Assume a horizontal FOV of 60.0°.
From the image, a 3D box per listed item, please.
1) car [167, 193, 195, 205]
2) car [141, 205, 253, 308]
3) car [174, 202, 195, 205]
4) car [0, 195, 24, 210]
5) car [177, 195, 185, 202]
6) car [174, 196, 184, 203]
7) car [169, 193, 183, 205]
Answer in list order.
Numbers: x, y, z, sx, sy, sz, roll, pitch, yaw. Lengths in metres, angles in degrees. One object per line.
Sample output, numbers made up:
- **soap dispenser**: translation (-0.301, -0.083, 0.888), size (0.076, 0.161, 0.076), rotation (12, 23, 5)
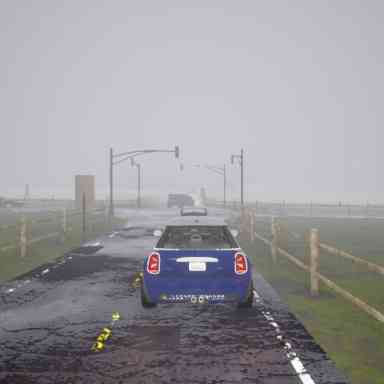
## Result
- **car**: translation (-1.460, 1.227, 45.862), size (2.150, 2.045, 5.566), rotation (1, 0, 24)
- **car**: translation (0.096, 1.353, 8.068), size (2.097, 1.767, 4.553), rotation (0, 0, 0)
- **car**: translation (0.091, 1.507, 17.234), size (1.837, 1.490, 4.892), rotation (0, 0, 0)
- **car**: translation (-21.054, 1.112, 36.349), size (5.008, 1.535, 1.882), rotation (1, 0, 0)
- **car**: translation (-2.700, 1.549, 80.242), size (1.812, 1.442, 4.674), rotation (0, 0, 0)
- **car**: translation (-2.733, 1.615, 69.899), size (1.895, 1.301, 4.718), rotation (0, 0, 0)
- **car**: translation (-2.838, 1.237, 59.878), size (2.150, 2.045, 5.566), rotation (0, 0, 0)
